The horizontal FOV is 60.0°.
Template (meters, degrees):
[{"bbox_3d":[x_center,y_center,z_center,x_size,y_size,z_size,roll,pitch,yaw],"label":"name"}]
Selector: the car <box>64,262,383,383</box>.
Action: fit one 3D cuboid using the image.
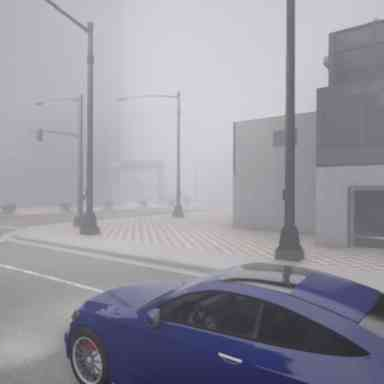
[{"bbox_3d":[0.594,1.527,3.571,4.674,1.442,1.812,0,0,36],"label":"car"}]
